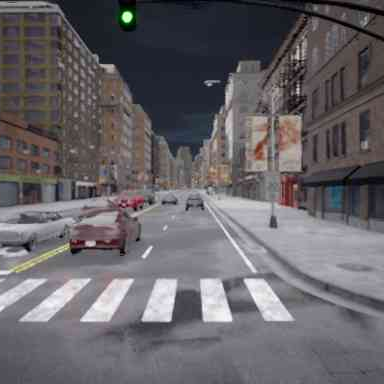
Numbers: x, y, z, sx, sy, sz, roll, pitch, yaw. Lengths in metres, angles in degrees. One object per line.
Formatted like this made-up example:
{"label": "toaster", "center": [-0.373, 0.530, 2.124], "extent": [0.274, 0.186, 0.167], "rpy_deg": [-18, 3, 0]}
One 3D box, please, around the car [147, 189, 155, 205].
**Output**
{"label": "car", "center": [-6.237, 0.682, 44.737], "extent": [2.150, 2.045, 5.566], "rpy_deg": [0, 1, 0]}

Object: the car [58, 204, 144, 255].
{"label": "car", "center": [-3.080, 1.375, 12.438], "extent": [1.812, 1.442, 4.674], "rpy_deg": [0, 1, 0]}

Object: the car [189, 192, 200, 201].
{"label": "car", "center": [0.456, 0.769, 61.051], "extent": [1.812, 1.442, 4.674], "rpy_deg": [0, 0, 0]}

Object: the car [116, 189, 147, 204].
{"label": "car", "center": [-6.343, 0.815, 34.046], "extent": [2.150, 2.045, 5.566], "rpy_deg": [0, 1, 1]}

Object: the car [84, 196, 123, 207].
{"label": "car", "center": [-6.452, 1.250, 23.389], "extent": [1.812, 1.442, 4.674], "rpy_deg": [0, 1, 0]}

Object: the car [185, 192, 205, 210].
{"label": "car", "center": [0.306, 1.056, 35.284], "extent": [2.128, 1.511, 4.902], "rpy_deg": [0, 1, 0]}

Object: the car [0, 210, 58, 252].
{"label": "car", "center": [-6.521, 1.446, 13.379], "extent": [1.895, 1.301, 4.718], "rpy_deg": [0, 1, 0]}

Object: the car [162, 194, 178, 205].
{"label": "car", "center": [-2.985, 1.015, 44.944], "extent": [1.994, 1.385, 4.181], "rpy_deg": [0, 1, 0]}
